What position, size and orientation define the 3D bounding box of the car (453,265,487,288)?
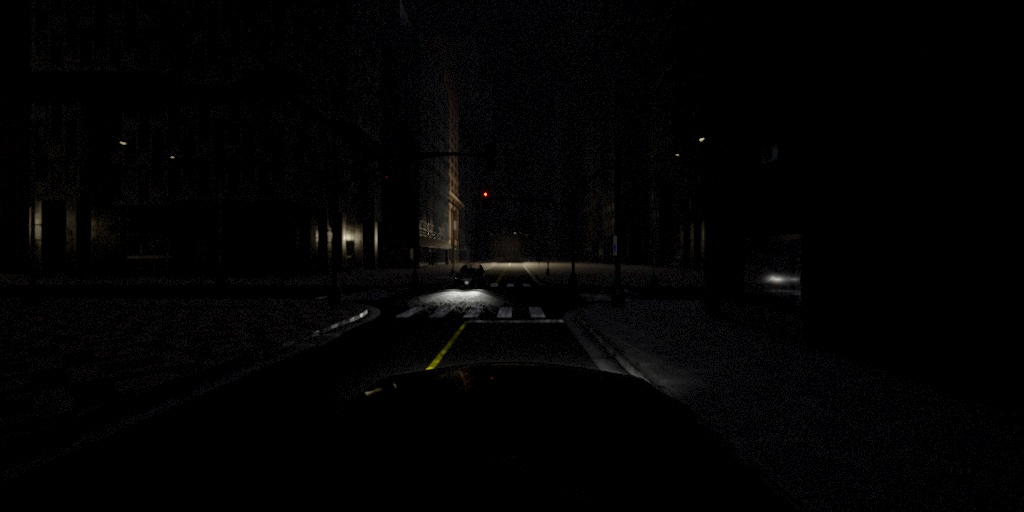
[{"bbox_3d":[-2.753,1.351,24.405,2.128,1.511,4.902,0,0,1],"label":"car"}]
